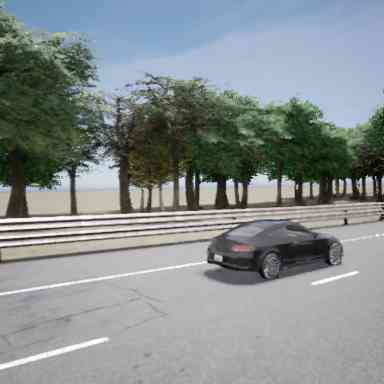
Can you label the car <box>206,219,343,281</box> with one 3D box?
[{"bbox_3d":[2.548,1.528,9.867,4.674,1.442,1.812,0,0,-35],"label":"car"}]
